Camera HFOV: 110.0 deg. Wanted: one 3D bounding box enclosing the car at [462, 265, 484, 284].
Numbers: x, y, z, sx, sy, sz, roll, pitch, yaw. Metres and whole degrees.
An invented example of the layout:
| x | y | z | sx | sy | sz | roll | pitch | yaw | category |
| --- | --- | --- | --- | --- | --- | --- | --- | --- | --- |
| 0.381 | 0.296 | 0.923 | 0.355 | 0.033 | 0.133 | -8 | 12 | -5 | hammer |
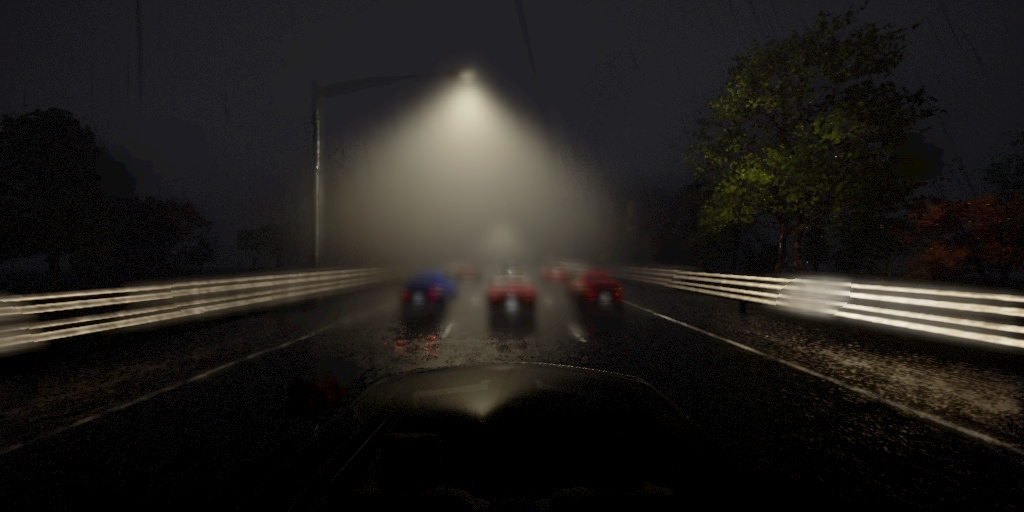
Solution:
| x | y | z | sx | sy | sz | roll | pitch | yaw | category |
| --- | --- | --- | --- | --- | --- | --- | --- | --- | --- |
| -3.489 | 1.518 | 30.359 | 2.128 | 1.511 | 4.902 | 0 | 0 | 1 | car |

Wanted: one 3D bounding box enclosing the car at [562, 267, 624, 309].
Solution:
| x | y | z | sx | sy | sz | roll | pitch | yaw | category |
| --- | --- | --- | --- | --- | --- | --- | --- | --- | --- |
| 3.520 | 1.409 | 15.750 | 1.812 | 1.442 | 4.674 | 0 | 0 | 1 | car |

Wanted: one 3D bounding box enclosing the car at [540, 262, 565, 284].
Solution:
| x | y | z | sx | sy | sz | roll | pitch | yaw | category |
| --- | --- | --- | --- | --- | --- | --- | --- | --- | --- |
| 3.511 | 1.375 | 30.257 | 2.097 | 1.767 | 4.553 | 0 | -1 | 1 | car |

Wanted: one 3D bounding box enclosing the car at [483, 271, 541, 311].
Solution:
| x | y | z | sx | sy | sz | roll | pitch | yaw | category |
| --- | --- | --- | --- | --- | --- | --- | --- | --- | --- |
| 0.014 | 1.478 | 15.083 | 1.895 | 1.301 | 4.718 | 0 | -1 | 0 | car |

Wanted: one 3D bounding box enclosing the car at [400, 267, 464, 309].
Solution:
| x | y | z | sx | sy | sz | roll | pitch | yaw | category |
| --- | --- | --- | --- | --- | --- | --- | --- | --- | --- |
| -3.479 | 1.409 | 15.747 | 1.812 | 1.442 | 4.674 | 0 | 0 | 1 | car |

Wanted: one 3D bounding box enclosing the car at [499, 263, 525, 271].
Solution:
| x | y | z | sx | sy | sz | roll | pitch | yaw | category |
| --- | --- | --- | --- | --- | --- | --- | --- | --- | --- |
| 0.011 | 1.375 | 30.254 | 2.097 | 1.767 | 4.553 | 0 | -1 | 0 | car |
